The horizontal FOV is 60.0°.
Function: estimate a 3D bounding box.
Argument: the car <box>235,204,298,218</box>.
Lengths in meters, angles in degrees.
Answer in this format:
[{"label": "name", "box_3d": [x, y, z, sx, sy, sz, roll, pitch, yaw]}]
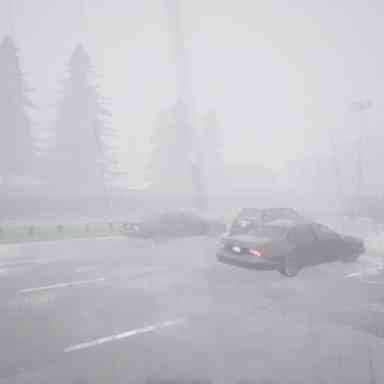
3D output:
[{"label": "car", "box_3d": [3.890, 1.414, 15.119, 4.553, 1.767, 2.097, 0, 0, -35]}]

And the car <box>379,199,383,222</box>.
[{"label": "car", "box_3d": [7.752, 1.283, 9.275, 5.566, 2.045, 2.150, 0, 0, -35]}]

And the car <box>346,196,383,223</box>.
[{"label": "car", "box_3d": [14.946, 1.369, 27.303, 5.566, 2.045, 2.150, 0, 0, -36]}]

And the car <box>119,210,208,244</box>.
[{"label": "car", "box_3d": [-0.762, 1.593, 16.101, 5.357, 1.411, 2.033, 0, 0, -36]}]

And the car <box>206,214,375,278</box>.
[{"label": "car", "box_3d": [3.241, 1.592, 10.356, 5.357, 1.411, 2.033, 0, 0, -35]}]
